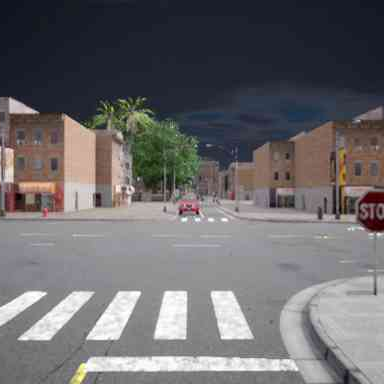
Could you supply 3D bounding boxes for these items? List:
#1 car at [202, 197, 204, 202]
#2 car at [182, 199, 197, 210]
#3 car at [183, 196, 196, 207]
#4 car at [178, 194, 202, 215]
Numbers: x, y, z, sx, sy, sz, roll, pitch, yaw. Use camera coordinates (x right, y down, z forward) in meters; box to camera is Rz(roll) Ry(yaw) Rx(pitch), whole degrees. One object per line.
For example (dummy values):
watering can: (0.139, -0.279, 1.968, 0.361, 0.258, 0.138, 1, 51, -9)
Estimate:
car: (2.465, 2.073, 95.401, 1.947, 1.339, 4.313, 0, 0, 0)
car: (-0.362, 1.761, 47.469, 2.128, 1.511, 4.902, 0, 0, 0)
car: (-0.404, 1.673, 57.739, 2.097, 1.767, 4.553, 0, 0, 0)
car: (-0.312, 1.438, 37.102, 2.150, 2.045, 5.566, 0, 0, 0)
